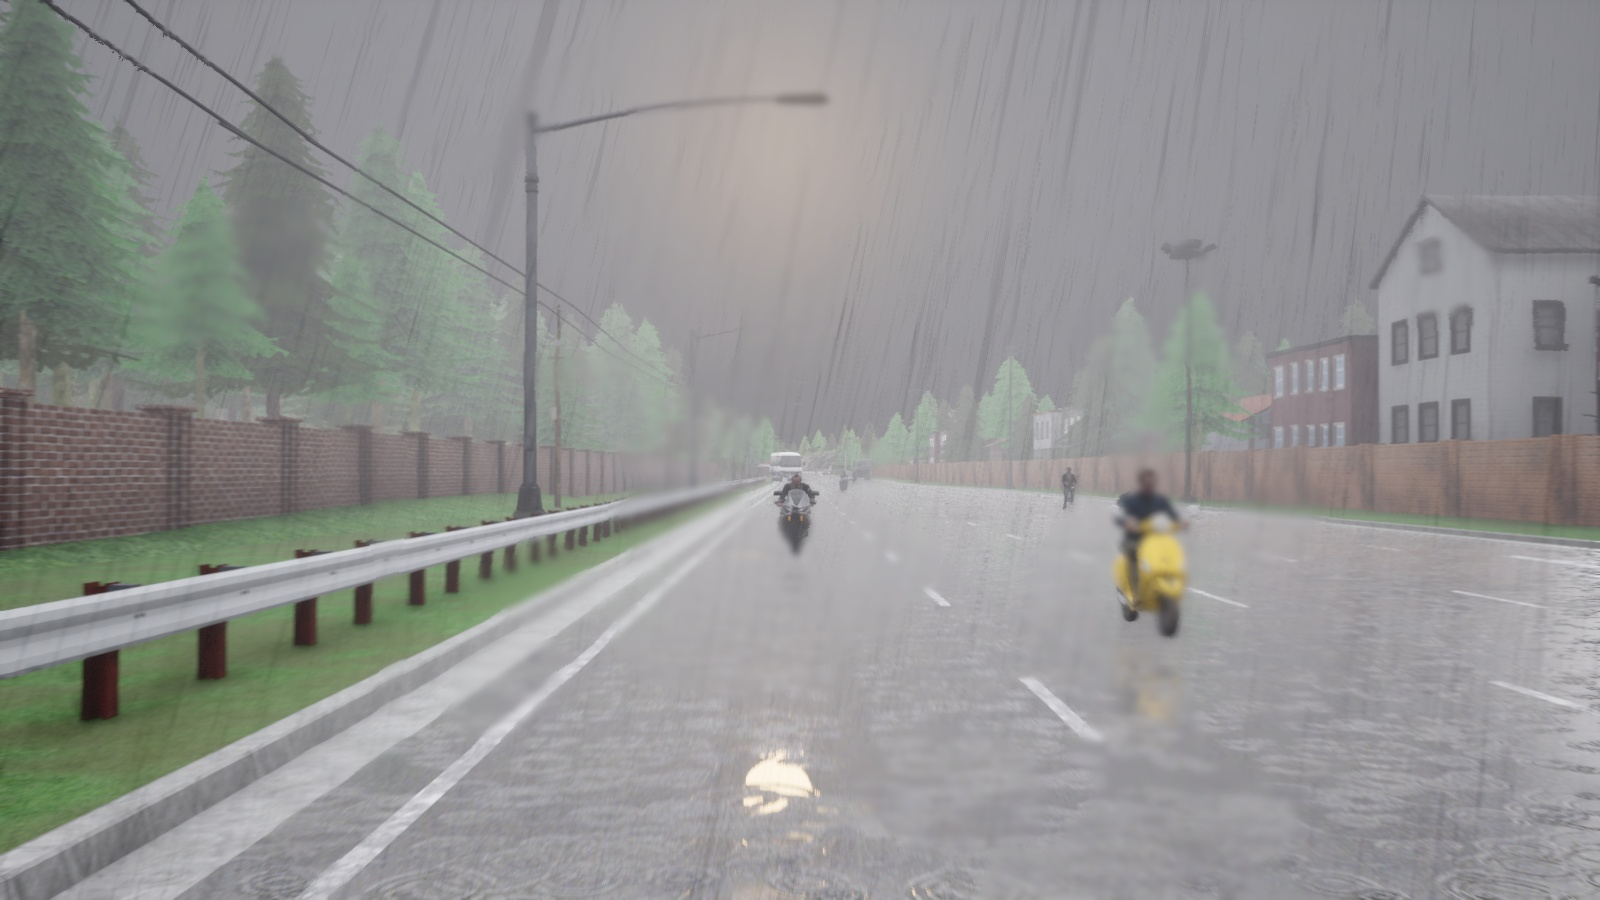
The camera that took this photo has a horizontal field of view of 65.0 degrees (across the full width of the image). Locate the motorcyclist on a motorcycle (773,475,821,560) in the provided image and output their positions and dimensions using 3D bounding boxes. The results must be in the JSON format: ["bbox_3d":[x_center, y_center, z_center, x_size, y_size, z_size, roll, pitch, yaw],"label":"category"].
[{"bbox_3d":[-0.058,1.250,23.973,0.866,1.530,2.191,0,-1,0],"label":"motorcyclist on a motorcycle"}]

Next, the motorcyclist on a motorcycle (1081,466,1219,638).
[{"bbox_3d":[3.469,0.965,12.617,0.866,1.590,1.817,0,-1,0],"label":"motorcyclist on a motorcycle"}]
